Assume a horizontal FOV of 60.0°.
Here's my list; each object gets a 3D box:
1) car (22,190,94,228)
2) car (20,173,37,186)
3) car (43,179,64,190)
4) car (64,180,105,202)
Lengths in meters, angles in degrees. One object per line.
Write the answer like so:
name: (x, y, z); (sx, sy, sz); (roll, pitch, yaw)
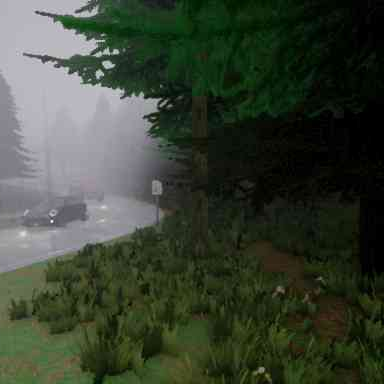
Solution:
car: (-8.045, 1.050, 19.946); (2.097, 1.767, 4.553); (0, 3, 7)
car: (-25.775, -2.130, 52.419); (2.150, 2.045, 5.566); (0, 5, -30)
car: (-18.443, -0.953, 45.362); (4.892, 1.490, 1.837); (6, 4, 38)
car: (-10.915, -0.128, 34.172); (2.150, 2.045, 5.566); (0, 5, -38)
